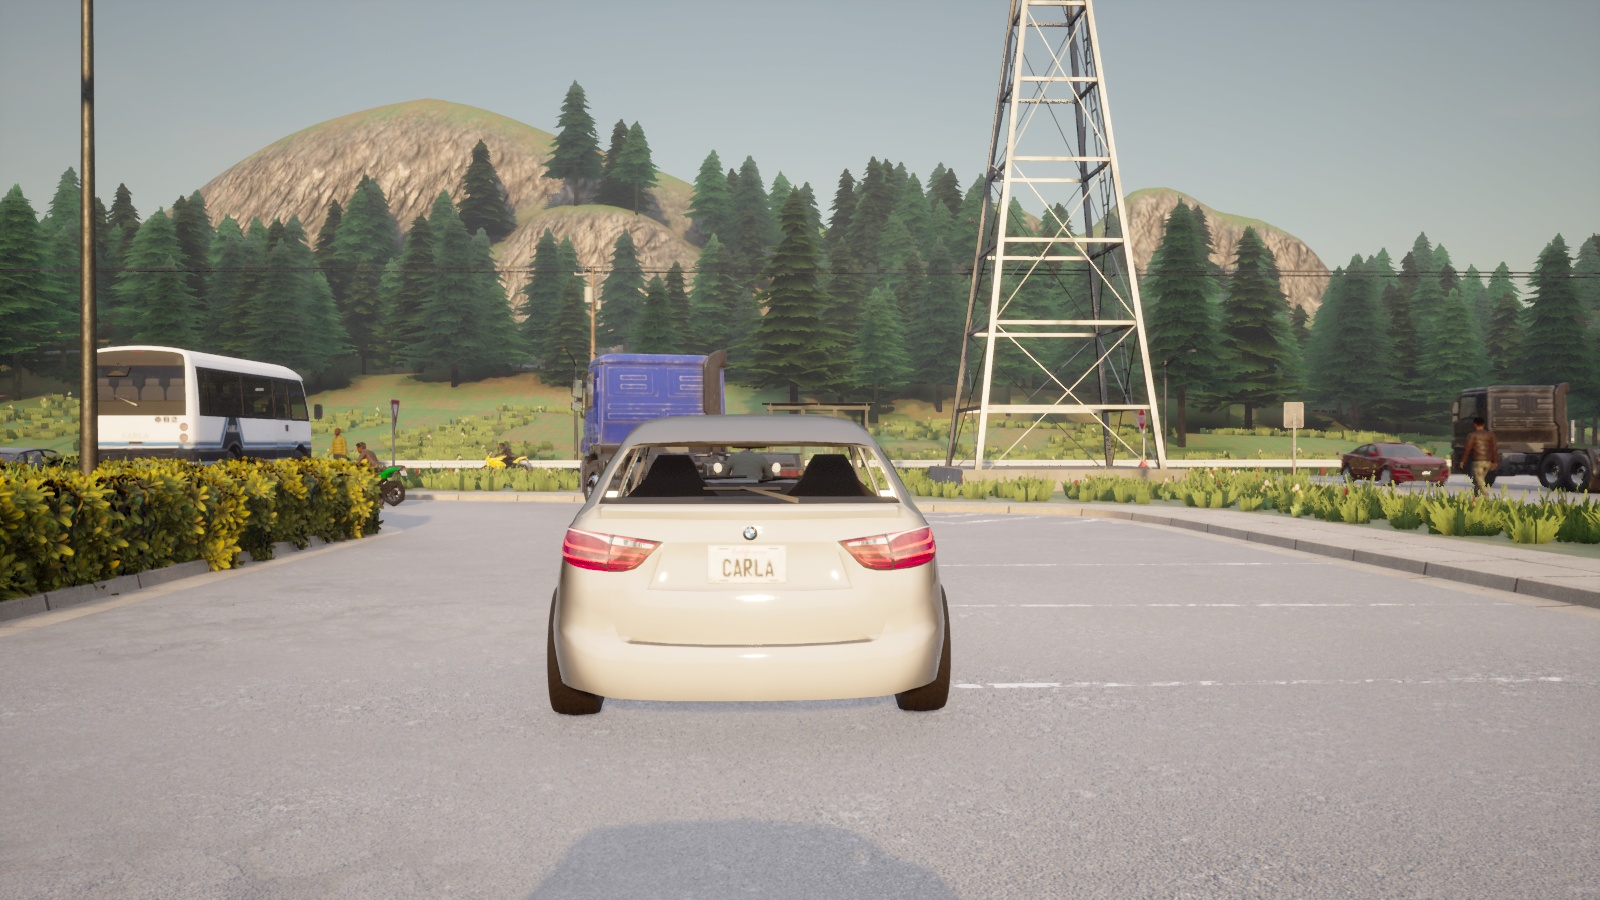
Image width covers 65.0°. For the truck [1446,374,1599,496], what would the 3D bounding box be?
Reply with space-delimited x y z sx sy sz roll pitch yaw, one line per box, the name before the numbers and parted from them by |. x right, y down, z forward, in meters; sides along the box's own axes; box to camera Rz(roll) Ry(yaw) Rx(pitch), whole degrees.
truck | 24.010 -0.440 39.586 2.891 3.462 7.936 0 0 -3

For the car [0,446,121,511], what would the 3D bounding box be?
car | -18.495 0.611 29.799 2.033 1.411 5.357 0 0 -2

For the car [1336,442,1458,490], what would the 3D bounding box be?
car | 20.301 0.498 42.971 1.882 1.535 5.008 0 0 1

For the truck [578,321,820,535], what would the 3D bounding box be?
truck | -2.298 -0.376 24.568 2.891 3.462 7.936 0 0 -19

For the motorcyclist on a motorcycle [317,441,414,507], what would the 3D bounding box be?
motorcyclist on a motorcycle | -10.298 0.552 29.798 2.044 1.523 0.797 0 0 9

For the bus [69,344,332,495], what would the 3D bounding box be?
bus | -18.828 -0.874 40.557 3.944 4.253 10.273 0 0 -2

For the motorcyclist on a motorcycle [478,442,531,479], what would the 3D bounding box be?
motorcyclist on a motorcycle | -12.365 0.422 52.617 2.044 1.523 0.797 0 0 -2

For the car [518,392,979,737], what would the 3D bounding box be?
car | -0.339 0.543 8.422 2.242 1.667 4.611 0 0 -2

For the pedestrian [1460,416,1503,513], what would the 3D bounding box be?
pedestrian | 13.208 0.275 24.355 0.431 1.840 0.703 0 0 -2

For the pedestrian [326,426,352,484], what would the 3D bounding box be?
pedestrian | -14.897 0.161 40.575 0.370 1.835 0.726 0 0 31
